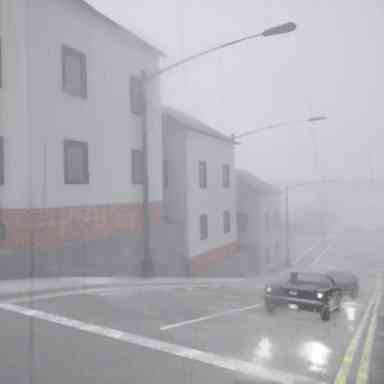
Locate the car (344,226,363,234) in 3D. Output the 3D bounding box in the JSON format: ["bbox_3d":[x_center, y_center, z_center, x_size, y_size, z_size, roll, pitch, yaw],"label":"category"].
[{"bbox_3d":[35.961,8.354,73.181,2.038,1.542,4.974,-1,0,-16],"label":"car"}]

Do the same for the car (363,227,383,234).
[{"bbox_3d":[39.948,8.290,70.871,4.974,1.542,2.038,-1,0,-6],"label":"car"}]

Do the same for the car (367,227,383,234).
[{"bbox_3d":[39.997,8.132,70.876,4.536,1.218,1.853,-1,0,-6],"label":"car"}]

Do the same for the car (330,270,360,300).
[{"bbox_3d":[8.951,5.472,20.025,1.882,1.535,5.008,-1,-13,30],"label":"car"}]

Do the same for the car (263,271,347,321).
[{"bbox_3d":[3.986,3.446,11.466,1.895,1.301,4.718,-2,-13,30],"label":"car"}]

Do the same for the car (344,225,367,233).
[{"bbox_3d":[35.944,8.196,73.230,1.853,1.218,4.536,-1,0,-16],"label":"car"}]
